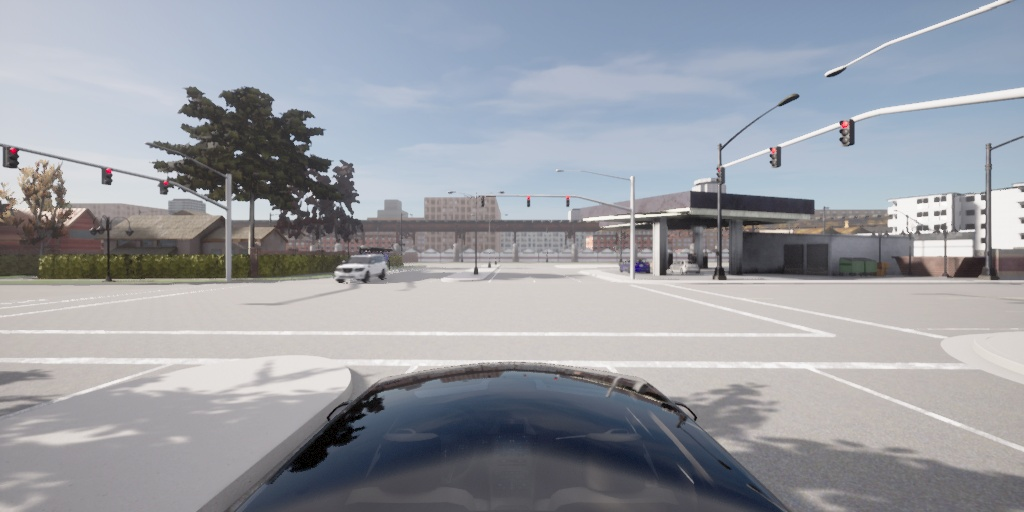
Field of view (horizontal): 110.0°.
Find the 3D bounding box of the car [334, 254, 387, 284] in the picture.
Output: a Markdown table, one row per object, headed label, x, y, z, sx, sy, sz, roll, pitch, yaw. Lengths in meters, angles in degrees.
| label | x | y | z | sx | sy | sz | roll | pitch | yaw |
| --- | --- | --- | --- | --- | --- | --- | --- | --- | --- |
| car | -11.494 | 0.914 | 27.718 | 2.150 | 2.045 | 5.566 | 0 | 1 | 0 |
